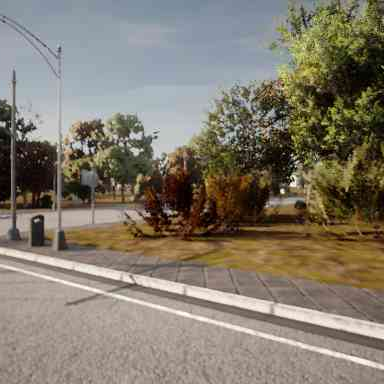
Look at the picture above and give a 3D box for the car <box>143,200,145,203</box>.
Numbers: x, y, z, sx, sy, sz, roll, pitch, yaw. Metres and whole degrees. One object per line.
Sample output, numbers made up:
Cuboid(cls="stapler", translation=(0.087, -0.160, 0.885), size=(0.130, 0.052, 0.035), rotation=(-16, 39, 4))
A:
Cuboid(cls="car", translation=(-5.889, 1.535, 47.765), size=(1.994, 1.385, 4.181), rotation=(0, 0, 32))
